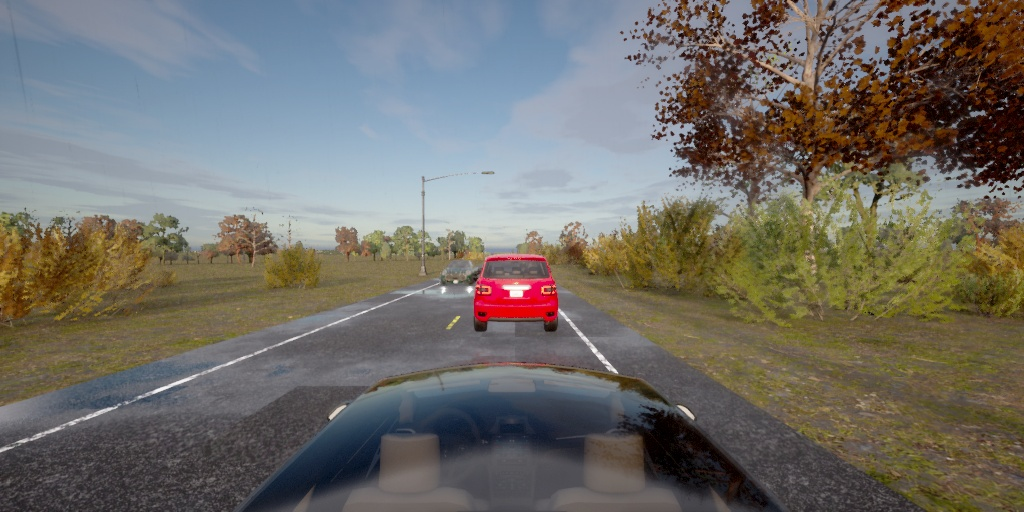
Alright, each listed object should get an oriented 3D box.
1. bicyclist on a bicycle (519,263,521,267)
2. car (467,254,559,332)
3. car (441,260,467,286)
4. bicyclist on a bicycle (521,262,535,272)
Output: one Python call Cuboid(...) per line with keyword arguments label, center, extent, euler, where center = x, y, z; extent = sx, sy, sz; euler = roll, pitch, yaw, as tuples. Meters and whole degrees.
Cuboid(label="bicyclist on a bicycle", center=(0.902, 1.110, 28.727), extent=(0.659, 1.776, 1.843), euler=(0, 0, 0))
Cuboid(label="car", center=(0.091, 0.968, 11.008), extent=(2.150, 2.045, 5.566), euler=(0, 0, 0))
Cuboid(label="car", center=(-3.650, 1.093, 25.390), extent=(2.097, 1.767, 4.553), euler=(0, 0, 0))
Cuboid(label="bicyclist on a bicycle", center=(0.942, 1.114, 18.714), extent=(0.659, 1.776, 1.843), euler=(0, 0, 0))
